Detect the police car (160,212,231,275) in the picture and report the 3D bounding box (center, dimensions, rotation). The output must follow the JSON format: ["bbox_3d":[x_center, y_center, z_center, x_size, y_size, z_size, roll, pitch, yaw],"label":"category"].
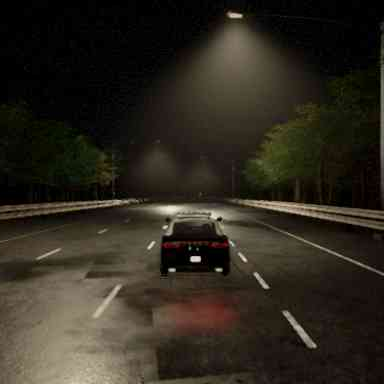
[{"bbox_3d":[0.062,1.457,10.701,1.930,1.638,5.238,0,-1,-1],"label":"police car"}]
